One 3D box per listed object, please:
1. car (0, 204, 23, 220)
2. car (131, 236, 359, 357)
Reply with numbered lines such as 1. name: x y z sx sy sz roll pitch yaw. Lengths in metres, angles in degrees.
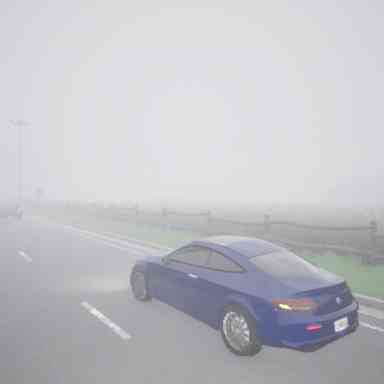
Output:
1. car: -15.796 1.674 28.247 1.895 1.301 4.718 0 0 -37
2. car: 0.559 1.547 6.146 1.812 1.442 4.674 0 0 -37
